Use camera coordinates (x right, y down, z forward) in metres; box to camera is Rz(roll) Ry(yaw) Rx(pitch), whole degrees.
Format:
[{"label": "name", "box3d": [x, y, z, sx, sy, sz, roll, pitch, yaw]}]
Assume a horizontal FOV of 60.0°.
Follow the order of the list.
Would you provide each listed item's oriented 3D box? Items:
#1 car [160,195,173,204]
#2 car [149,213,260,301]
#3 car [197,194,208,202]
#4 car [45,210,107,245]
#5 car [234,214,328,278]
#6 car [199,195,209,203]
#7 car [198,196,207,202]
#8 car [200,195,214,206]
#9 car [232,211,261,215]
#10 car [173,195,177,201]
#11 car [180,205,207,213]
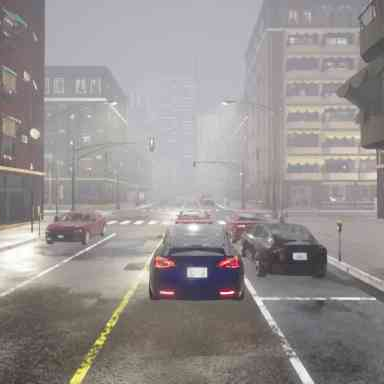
[{"label": "car", "box3d": [-5.359, 1.597, 65.090, 2.008, 1.369, 4.403, 1, 0, 0]}, {"label": "car", "box3d": [0.096, 1.506, 8.381, 2.163, 1.488, 4.792, 0, 0, 0]}, {"label": "car", "box3d": [2.573, 1.359, 63.672, 2.192, 1.841, 5.009, 1, 0, 0]}, {"label": "car", "box3d": [-5.282, 1.550, 15.638, 1.887, 1.381, 4.507, 1, 0, 0]}, {"label": "car", "box3d": [2.568, 1.569, 9.999, 1.947, 1.339, 4.313, 1, 0, 0]}, {"label": "car", "box3d": [2.535, 1.494, 70.795, 1.967, 1.590, 4.097, 1, 0, 0]}, {"label": "car", "box3d": [2.528, 1.635, 82.175, 1.947, 1.339, 4.313, 1, 0, 0]}, {"label": "car", "box3d": [2.673, 1.578, 53.726, 1.887, 1.381, 4.507, 1, 0, 0]}, {"label": "car", "box3d": [2.565, 1.550, 15.670, 1.887, 1.381, 4.507, 1, 0, 0]}, {"label": "car", "box3d": [-5.356, 1.624, 87.848, 1.887, 1.381, 4.507, 1, 0, 0]}, {"label": "car", "box3d": [0.084, 1.607, 18.104, 1.895, 1.301, 4.718, 0, 0, 0]}]
